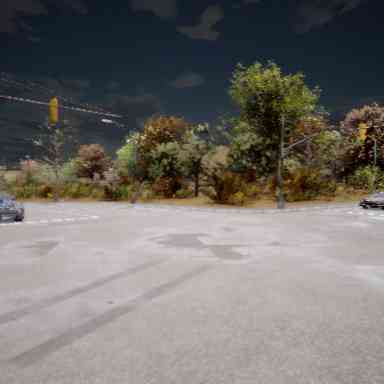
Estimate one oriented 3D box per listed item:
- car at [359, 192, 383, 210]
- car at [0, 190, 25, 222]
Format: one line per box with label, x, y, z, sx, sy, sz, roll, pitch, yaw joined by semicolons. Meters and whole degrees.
car;16.756;0.733;28.934;5.357;1.411;2.033;-2;3;-34
car;-10.779;0.664;17.861;4.553;1.767;2.097;1;2;43
